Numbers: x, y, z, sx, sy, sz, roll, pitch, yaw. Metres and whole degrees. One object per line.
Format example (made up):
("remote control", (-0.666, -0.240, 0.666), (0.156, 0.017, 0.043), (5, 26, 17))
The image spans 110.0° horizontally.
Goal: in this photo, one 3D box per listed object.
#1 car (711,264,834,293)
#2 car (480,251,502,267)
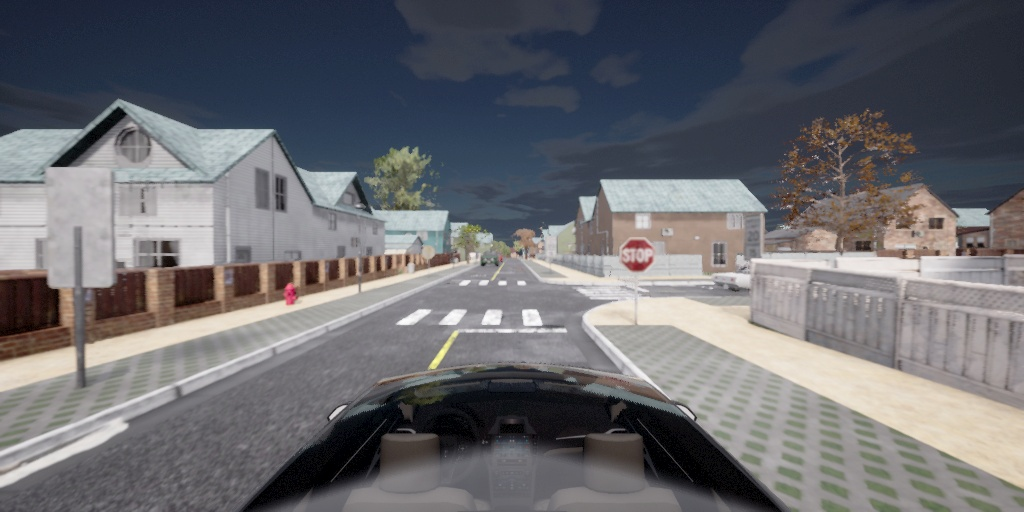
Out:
("car", (11.418, 0.984, 15.448), (4.718, 1.301, 1.895), (-1, 1, 0))
("car", (-2.809, 0.337, 46.454), (2.150, 2.045, 5.566), (0, 0, 0))
